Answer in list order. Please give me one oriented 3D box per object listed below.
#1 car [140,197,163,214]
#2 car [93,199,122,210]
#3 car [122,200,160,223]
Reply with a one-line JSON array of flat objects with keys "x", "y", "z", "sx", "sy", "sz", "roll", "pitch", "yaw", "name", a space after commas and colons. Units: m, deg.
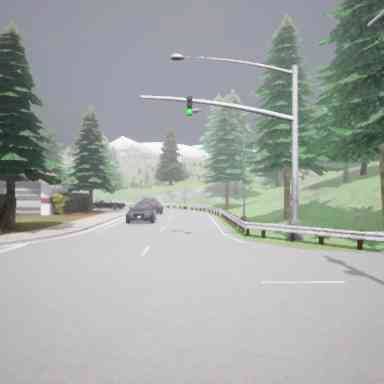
[{"x": -4.464, "y": 1.341, "z": 34.842, "sx": 2.097, "sy": 1.767, "sz": 4.553, "roll": 0, "pitch": 0, "yaw": -19, "name": "car"}, {"x": -10.961, "y": 1.594, "z": 42.646, "sx": 4.718, "sy": 1.301, "sz": 1.895, "roll": 0, "pitch": 0, "yaw": 15, "name": "car"}, {"x": -3.728, "y": 1.556, "z": 25.044, "sx": 1.994, "sy": 1.385, "sz": 4.181, "roll": 0, "pitch": 0, "yaw": -2, "name": "car"}]
